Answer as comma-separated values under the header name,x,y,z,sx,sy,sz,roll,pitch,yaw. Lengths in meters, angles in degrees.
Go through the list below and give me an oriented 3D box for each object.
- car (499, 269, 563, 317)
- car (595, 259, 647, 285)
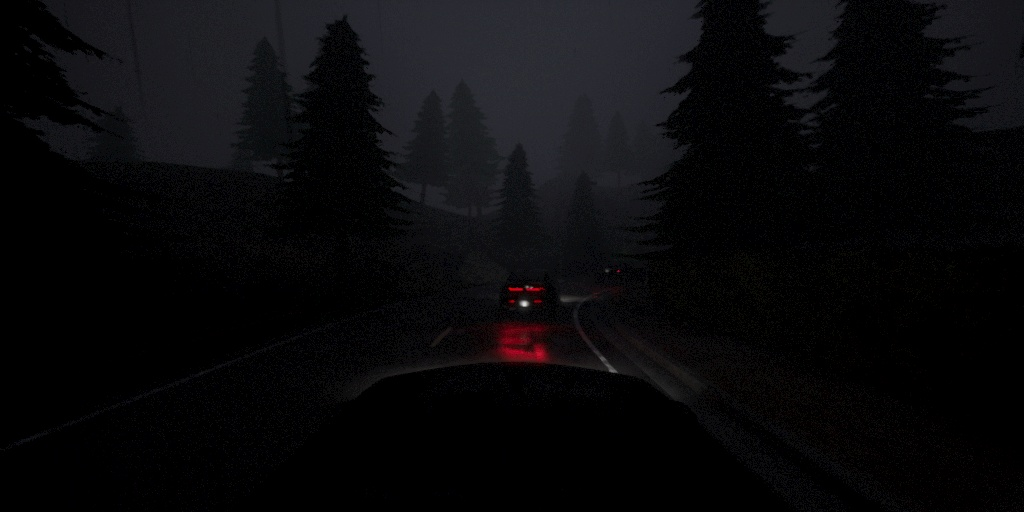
name,x,y,z,sx,sy,sz,roll,pitch,yaw
car,0.774,1.218,13.060,1.837,1.490,4.892,0,-1,10
car,7.896,1.031,25.786,2.097,1.767,4.553,0,0,44
